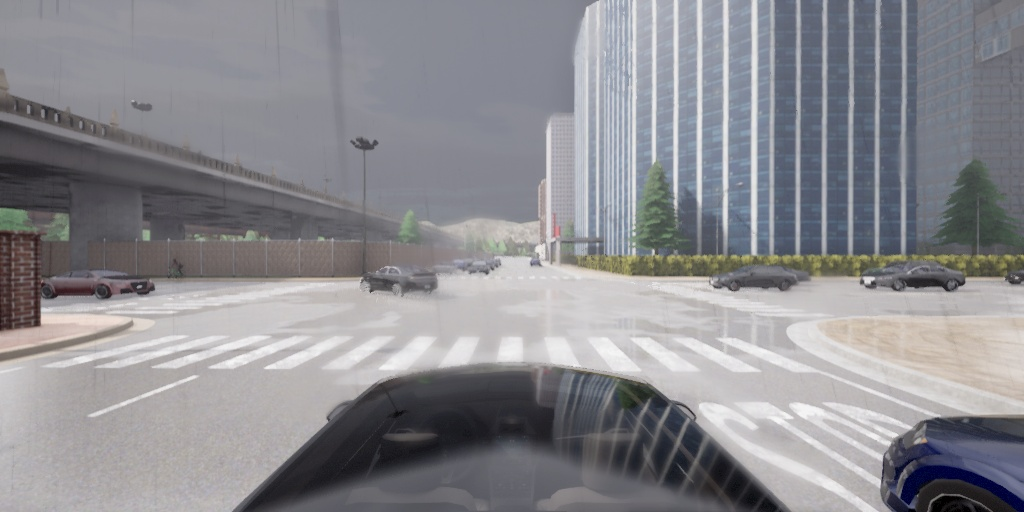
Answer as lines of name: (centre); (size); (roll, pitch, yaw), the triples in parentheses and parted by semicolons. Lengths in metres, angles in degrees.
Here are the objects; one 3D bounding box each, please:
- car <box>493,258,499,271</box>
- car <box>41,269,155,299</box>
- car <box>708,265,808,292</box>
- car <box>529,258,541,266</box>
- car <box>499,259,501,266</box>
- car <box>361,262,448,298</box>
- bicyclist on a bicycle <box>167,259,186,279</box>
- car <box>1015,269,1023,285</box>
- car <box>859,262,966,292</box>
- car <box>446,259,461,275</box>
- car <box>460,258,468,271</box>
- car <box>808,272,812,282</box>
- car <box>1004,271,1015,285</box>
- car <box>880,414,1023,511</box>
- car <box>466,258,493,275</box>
car: (-3.193, 1.192, 46.652); (2.033, 1.411, 5.357); (0, 0, 1)
car: (-20.272, 1.332, 17.612); (4.181, 1.385, 1.994); (0, 0, 1)
car: (14.035, 1.286, 20.945); (4.674, 1.442, 1.812); (0, 0, 1)
car: (4.173, 1.128, 64.594); (1.812, 1.442, 4.674); (0, 0, 1)
car: (-3.065, 1.113, 56.447); (2.128, 1.511, 4.902); (0, 0, 1)
car: (-5.823, 1.213, 18.235); (4.902, 1.511, 2.128); (0, 0, 40)
bicyclist on a bicycle: (-26.813, 1.044, 28.663); (0.582, 1.620, 1.656); (0, 0, 1)
car: (33.052, 1.265, 20.743); (4.892, 1.490, 1.837); (0, 0, 1)
car: (23.162, 1.252, 20.863); (4.902, 1.511, 2.128); (0, 0, 0)
car: (-6.784, 1.269, 36.742); (1.895, 1.301, 4.718); (0, 0, 1)
car: (-6.697, 1.172, 45.903); (1.812, 1.442, 4.674); (0, 0, 1)
car: (17.144, 1.299, 24.426); (5.357, 1.411, 2.033); (0, 0, 1)
car: (36.538, 1.257, 24.194); (4.892, 1.490, 1.837); (0, 0, 1)
car: (3.641, 1.316, 0.788); (1.994, 1.385, 4.181); (0, 0, -1)
car: (-3.280, 1.193, 37.061); (1.812, 1.442, 4.674); (0, 0, 1)
